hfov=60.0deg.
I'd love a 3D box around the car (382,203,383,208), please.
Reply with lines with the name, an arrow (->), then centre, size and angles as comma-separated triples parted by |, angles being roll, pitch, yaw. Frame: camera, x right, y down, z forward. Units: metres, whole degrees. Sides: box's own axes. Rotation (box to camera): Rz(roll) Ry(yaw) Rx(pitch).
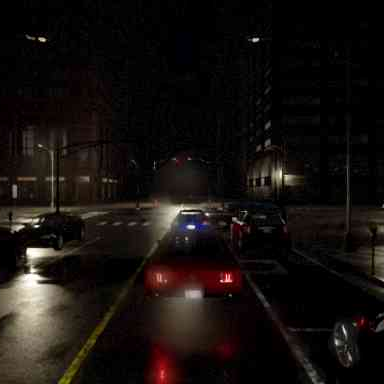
car -> 24.907, 1.416, 38.925 | 4.892, 1.490, 1.837 | 0, 0, 0

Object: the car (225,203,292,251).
car -> 2.720, 1.438, 13.981 | 1.967, 1.590, 4.097 | 0, 0, 0

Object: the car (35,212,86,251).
car -> -5.805, 1.548, 13.955 | 2.008, 1.369, 4.403 | 0, 0, 0

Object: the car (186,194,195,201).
car -> -0.329, 1.393, 82.255 | 2.097, 1.767, 4.553 | 0, 0, 0

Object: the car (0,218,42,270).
car -> -5.788, 1.564, 8.318 | 1.947, 1.339, 4.313 | 0, 0, 0

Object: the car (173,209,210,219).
car -> -0.047, 1.561, 17.108 | 1.994, 1.385, 4.181 | 0, 0, 0

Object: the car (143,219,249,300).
car -> 0.040, 1.599, 8.353 | 1.895, 1.301, 4.718 | 0, 0, 0

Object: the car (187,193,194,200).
car -> -0.399, 1.270, 92.264 | 2.097, 1.767, 4.553 | 0, 0, 0

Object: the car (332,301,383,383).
car -> 2.753, 1.565, 2.709 | 1.947, 1.339, 4.313 | 0, 0, 0

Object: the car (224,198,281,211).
car -> 6.112, 1.524, 34.967 | 5.357, 1.411, 2.033 | 0, 0, -10
